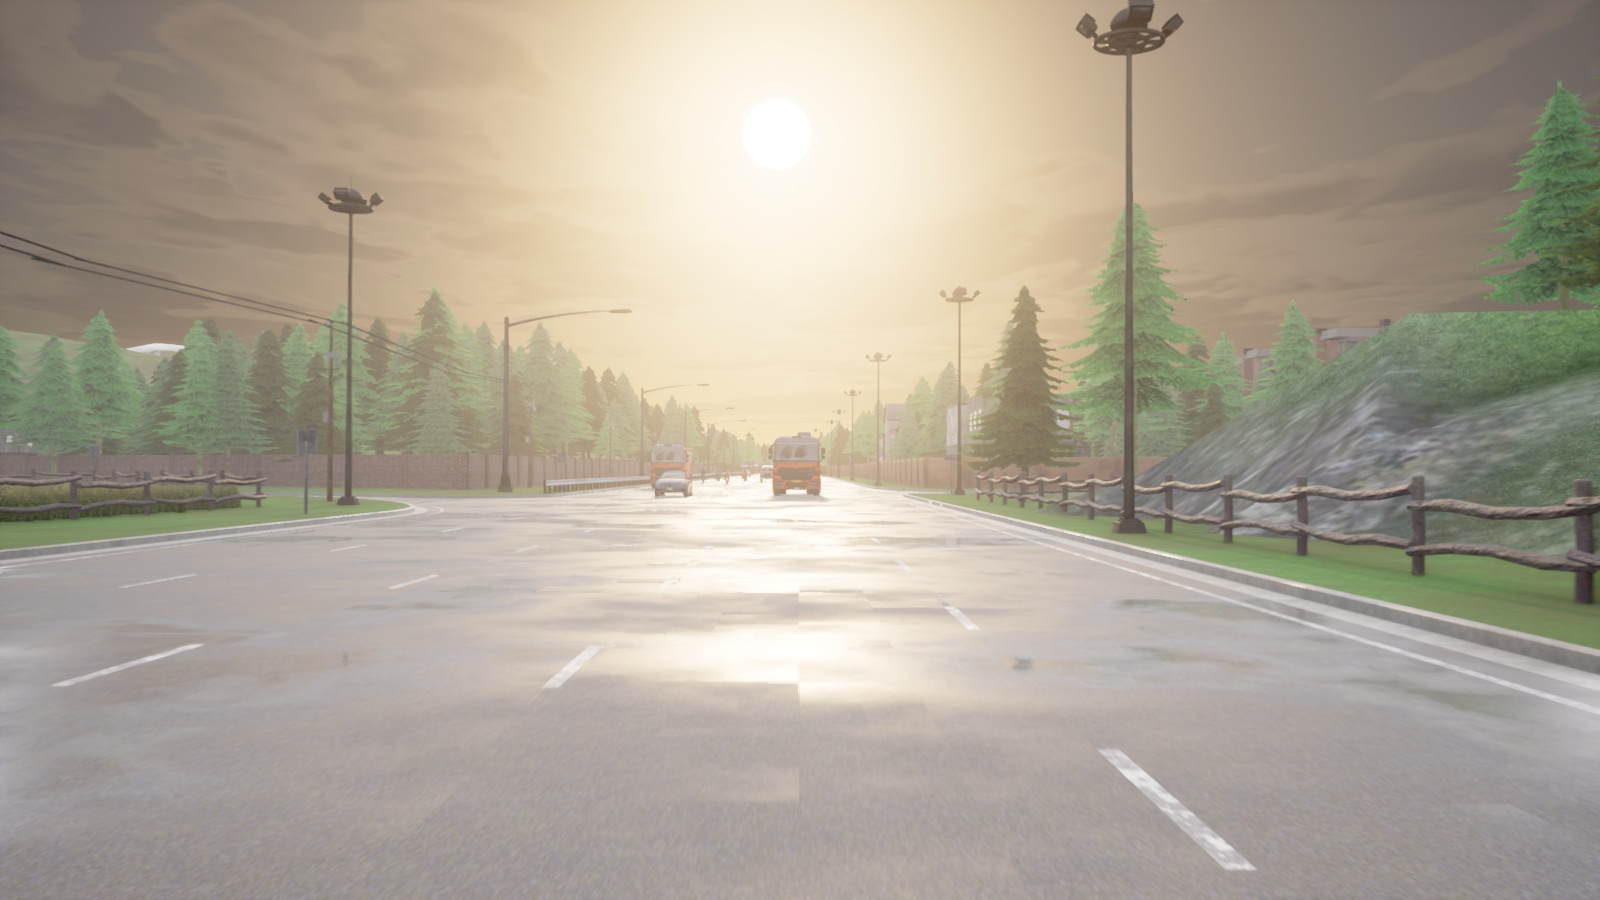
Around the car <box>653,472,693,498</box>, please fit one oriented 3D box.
[{"bbox_3d":[-7.172,1.977,71.435,1.812,1.442,4.674,0,-1,0],"label":"car"}]

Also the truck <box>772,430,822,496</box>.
[{"bbox_3d":[-0.191,0.848,77.179,2.891,3.827,8.468,0,-1,0],"label":"truck"}]
